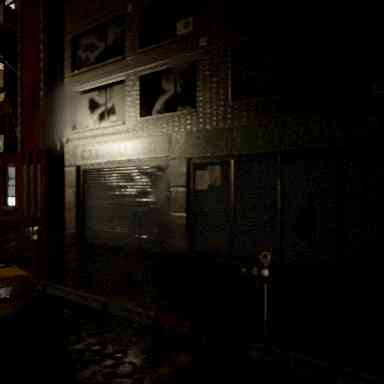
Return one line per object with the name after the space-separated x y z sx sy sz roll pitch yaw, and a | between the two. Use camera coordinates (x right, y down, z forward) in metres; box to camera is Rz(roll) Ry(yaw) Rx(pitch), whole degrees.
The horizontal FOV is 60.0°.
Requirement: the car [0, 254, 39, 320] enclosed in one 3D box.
-4.813 1.494 6.307 4.829 1.417 1.752 0 0 35 | car
